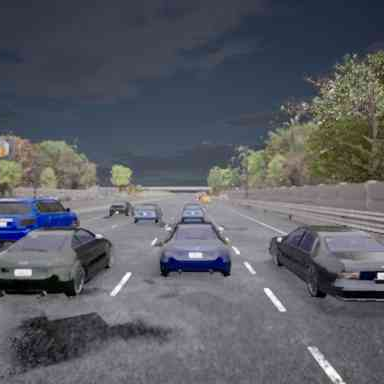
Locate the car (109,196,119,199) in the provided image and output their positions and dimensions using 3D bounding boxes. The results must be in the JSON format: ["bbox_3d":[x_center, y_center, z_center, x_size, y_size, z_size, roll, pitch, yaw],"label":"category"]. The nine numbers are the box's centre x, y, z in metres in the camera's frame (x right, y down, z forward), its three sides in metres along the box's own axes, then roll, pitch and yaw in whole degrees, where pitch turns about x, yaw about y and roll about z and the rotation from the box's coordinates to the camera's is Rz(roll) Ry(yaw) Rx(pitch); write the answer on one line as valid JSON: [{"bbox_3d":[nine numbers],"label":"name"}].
[{"bbox_3d":[-17.566,1.670,74.854,2.097,1.767,4.553,0,0,0],"label":"car"}]

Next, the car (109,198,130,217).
[{"bbox_3d":[-6.930,1.657,33.179,1.837,1.490,4.892,0,0,0],"label":"car"}]

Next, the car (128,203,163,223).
[{"bbox_3d":[-3.422,1.669,26.688,2.033,1.411,5.357,0,0,0],"label":"car"}]

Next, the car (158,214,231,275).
[{"bbox_3d":[0.090,1.611,10.581,1.994,1.385,4.181,0,0,0],"label":"car"}]

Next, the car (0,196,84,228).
[{"bbox_3d":[-6.914,1.288,14.860,2.150,2.045,5.566,0,0,0],"label":"car"}]

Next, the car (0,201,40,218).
[{"bbox_3d":[-17.626,1.702,33.669,2.033,1.411,5.357,0,0,0],"label":"car"}]

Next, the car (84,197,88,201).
[{"bbox_3d":[-24.566,1.815,74.817,1.837,1.490,4.892,0,0,0],"label":"car"}]

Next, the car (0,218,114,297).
[{"bbox_3d":[-3.407,1.603,8.716,1.994,1.385,4.181,0,0,0],"label":"car"}]

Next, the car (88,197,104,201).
[{"bbox_3d":[-21.066,1.840,74.820,2.128,1.511,4.902,0,0,0],"label":"car"}]

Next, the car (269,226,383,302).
[{"bbox_3d":[3.467,1.575,8.541,2.033,1.411,5.357,0,0,-1],"label":"car"}]

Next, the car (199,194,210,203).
[{"bbox_3d":[3.428,1.884,81.238,1.882,1.535,5.008,0,0,0],"label":"car"}]

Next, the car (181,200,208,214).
[{"bbox_3d":[0.073,1.672,27.521,2.033,1.411,5.357,0,0,0],"label":"car"}]

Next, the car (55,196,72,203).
[{"bbox_3d":[-28.064,1.649,72.922,1.837,1.490,4.892,0,0,0],"label":"car"}]
